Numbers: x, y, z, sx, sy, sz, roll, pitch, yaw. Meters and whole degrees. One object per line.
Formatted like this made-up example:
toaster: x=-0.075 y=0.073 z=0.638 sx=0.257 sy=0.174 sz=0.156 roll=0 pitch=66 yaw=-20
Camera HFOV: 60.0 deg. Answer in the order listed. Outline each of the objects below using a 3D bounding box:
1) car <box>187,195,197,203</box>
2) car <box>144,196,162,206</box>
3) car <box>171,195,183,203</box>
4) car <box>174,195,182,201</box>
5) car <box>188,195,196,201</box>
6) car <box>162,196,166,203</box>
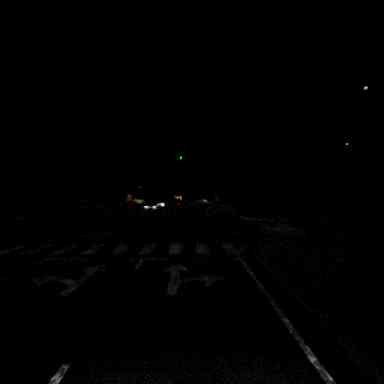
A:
car: x=-0.073 y=1.508 z=69.989 sx=1.837 sy=1.490 sz=4.892 roll=0 pitch=0 yaw=0
car: x=-6.603 y=1.533 z=54.650 sx=2.033 sy=1.411 sz=5.357 roll=0 pitch=0 yaw=0
car: x=-3.325 y=1.605 z=70.430 sx=1.895 sy=1.301 sz=4.718 roll=0 pitch=0 yaw=0
car: x=-3.344 y=1.384 z=80.405 sx=1.882 sy=1.535 sz=5.008 roll=0 pitch=0 yaw=0
car: x=-0.094 y=1.383 z=80.410 sx=1.882 sy=1.535 sz=5.008 roll=0 pitch=0 yaw=0
car: x=-6.575 y=1.515 z=69.939 sx=2.128 sy=1.511 sz=4.902 roll=0 pitch=0 yaw=0
